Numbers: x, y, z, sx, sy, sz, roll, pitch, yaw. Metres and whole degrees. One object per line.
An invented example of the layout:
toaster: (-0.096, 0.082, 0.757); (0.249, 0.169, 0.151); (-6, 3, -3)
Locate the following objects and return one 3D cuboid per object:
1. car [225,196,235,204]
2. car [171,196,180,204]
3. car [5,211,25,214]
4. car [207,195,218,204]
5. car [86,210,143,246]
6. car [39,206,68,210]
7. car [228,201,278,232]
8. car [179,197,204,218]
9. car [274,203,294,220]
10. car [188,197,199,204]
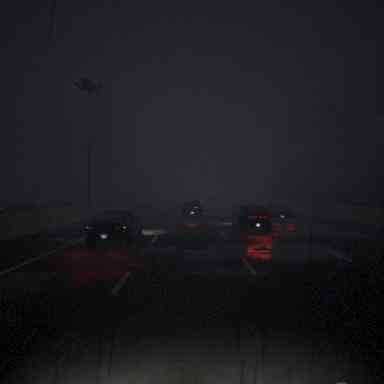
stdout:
car: (7.422, 1.511, 64.896); (1.882, 1.535, 5.008); (0, 0, 4)
car: (-3.054, 1.530, 65.157); (1.837, 1.490, 4.892); (-1, 0, 4)
car: (-17.668, 1.525, 34.134); (1.812, 1.442, 4.674); (0, 0, 0)
car: (3.972, 1.382, 64.956); (2.097, 1.767, 4.553); (0, 0, 4)
car: (-3.433, 1.529, 15.231); (1.812, 1.442, 4.674); (0, 0, 0)
car: (-14.171, 1.550, 35.050); (2.033, 1.411, 5.357); (0, 0, 0)
car: (3.547, 1.517, 20.291); (1.837, 1.490, 4.892); (0, 0, 0)
car: (0.010, 1.518, 30.759); (1.837, 1.490, 4.892); (0, 0, 0)
car: (7.021, 1.619, 28.045); (1.895, 1.301, 4.718); (0, 0, 0)
car: (0.331, 1.628, 65.086); (1.895, 1.301, 4.718); (0, 0, 4)
